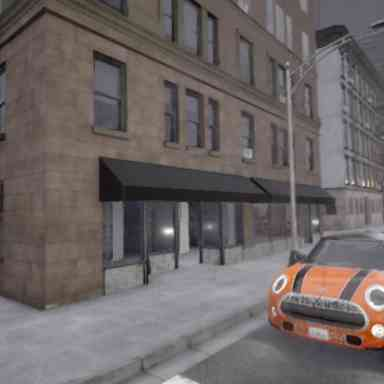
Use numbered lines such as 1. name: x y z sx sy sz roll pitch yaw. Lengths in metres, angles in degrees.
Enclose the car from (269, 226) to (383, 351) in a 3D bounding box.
1. car: 3.404 1.669 6.930 2.097 1.767 4.553 -4 -4 40
